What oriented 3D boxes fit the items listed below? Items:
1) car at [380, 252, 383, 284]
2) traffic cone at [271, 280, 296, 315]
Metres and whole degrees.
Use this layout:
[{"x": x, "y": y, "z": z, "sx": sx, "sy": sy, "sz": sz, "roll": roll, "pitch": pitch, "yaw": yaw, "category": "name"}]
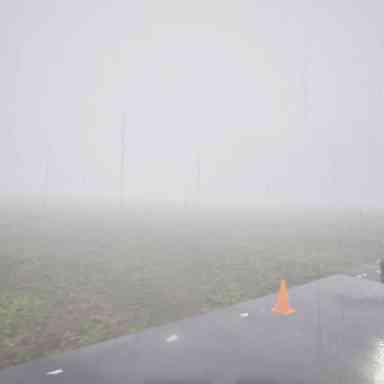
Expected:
[{"x": 6.476, "y": 1.266, "z": 7.835, "sx": 5.566, "sy": 2.045, "sz": 2.150, "roll": 0, "pitch": 0, "yaw": -41, "category": "car"}, {"x": 1.750, "y": 1.982, "z": 6.373, "sx": 0.340, "sy": 0.580, "sz": 0.340, "roll": 0, "pitch": 0, "yaw": -38, "category": "traffic cone"}]
